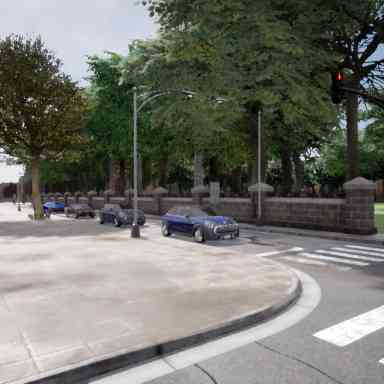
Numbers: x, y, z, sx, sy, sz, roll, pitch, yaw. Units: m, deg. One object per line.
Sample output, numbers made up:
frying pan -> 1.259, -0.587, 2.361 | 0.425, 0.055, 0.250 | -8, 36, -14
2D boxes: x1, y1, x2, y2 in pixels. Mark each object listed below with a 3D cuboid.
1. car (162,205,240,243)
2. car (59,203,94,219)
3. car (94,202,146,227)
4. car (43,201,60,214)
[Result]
car -> 0.323, 1.477, 17.024 | 2.097, 1.767, 4.553 | 0, 0, -35
car -> -11.312, 1.879, 33.329 | 2.033, 1.411, 5.357 | 0, -1, -35
car -> -5.266, 1.570, 24.850 | 2.097, 1.767, 4.553 | 0, 0, -36
car -> -17.491, 1.939, 42.060 | 1.882, 1.535, 5.008 | 0, -1, -35
